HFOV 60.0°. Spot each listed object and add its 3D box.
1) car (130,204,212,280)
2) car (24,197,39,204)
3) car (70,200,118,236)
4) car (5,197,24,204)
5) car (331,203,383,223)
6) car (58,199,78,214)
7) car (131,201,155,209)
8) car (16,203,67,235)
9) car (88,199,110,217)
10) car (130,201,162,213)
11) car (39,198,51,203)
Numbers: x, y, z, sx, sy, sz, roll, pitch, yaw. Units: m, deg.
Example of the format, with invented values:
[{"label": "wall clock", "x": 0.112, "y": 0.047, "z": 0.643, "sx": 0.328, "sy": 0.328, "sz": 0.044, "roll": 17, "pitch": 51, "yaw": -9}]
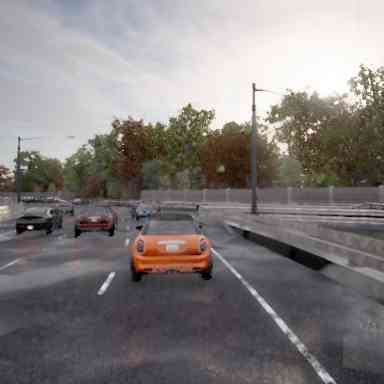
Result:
[{"label": "car", "x": -0.701, "y": 1.434, "z": 10.418, "sx": 2.097, "sy": 1.767, "sz": 4.553, "roll": 0, "pitch": -1, "yaw": -6}, {"label": "car", "x": -39.439, "y": 2.054, "z": 80.170, "sx": 4.892, "sy": 1.490, "sz": 1.837, "roll": 0, "pitch": -1, "yaw": 40}, {"label": "car", "x": -5.543, "y": 1.517, "z": 19.676, "sx": 2.097, "sy": 1.767, "sz": 4.553, "roll": 0, "pitch": 0, "yaw": -10}, {"label": "car", "x": -41.769, "y": 1.894, "z": 77.560, "sx": 4.553, "sy": 1.767, "sz": 2.097, "roll": 0, "pitch": -1, "yaw": 40}, {"label": "car", "x": 12.908, "y": 1.517, "z": 24.443, "sx": 5.008, "sy": 1.535, "sz": 1.882, "roll": 2, "pitch": 1, "yaw": 36}, {"label": "car", "x": -13.930, "y": 1.801, "z": 36.363, "sx": 2.128, "sy": 1.511, "sz": 4.902, "roll": 0, "pitch": -1, "yaw": -20}, {"label": "car", "x": -4.420, "y": 1.790, "z": 30.146, "sx": 2.033, "sy": 1.411, "sz": 5.357, "roll": 0, "pitch": -1, "yaw": -17}, {"label": "car", "x": -9.208, "y": 1.681, "z": 20.354, "sx": 1.837, "sy": 1.490, "sz": 4.892, "roll": 0, "pitch": -1, "yaw": -11}, {"label": "car", "x": -10.268, "y": 1.655, "z": 36.469, "sx": 2.097, "sy": 1.767, "sz": 4.553, "roll": 0, "pitch": 0, "yaw": -19}, {"label": "car", "x": -5.779, "y": 1.853, "z": 41.720, "sx": 1.994, "sy": 1.385, "sz": 4.181, "roll": 0, "pitch": 0, "yaw": -41}, {"label": "car", "x": -37.087, "y": 2.108, "z": 82.761, "sx": 5.357, "sy": 1.411, "sz": 2.033, "roll": 0, "pitch": -1, "yaw": 40}]
